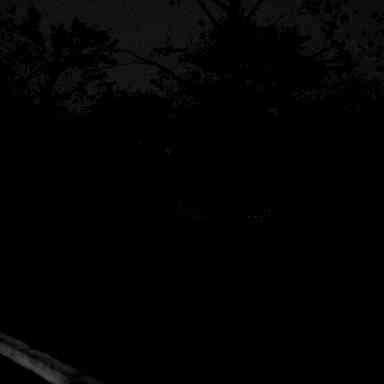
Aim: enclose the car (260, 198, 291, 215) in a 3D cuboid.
[{"bbox_3d":[10.729,1.833,43.228,5.566,2.045,2.150,2,3,-43],"label":"car"}]
